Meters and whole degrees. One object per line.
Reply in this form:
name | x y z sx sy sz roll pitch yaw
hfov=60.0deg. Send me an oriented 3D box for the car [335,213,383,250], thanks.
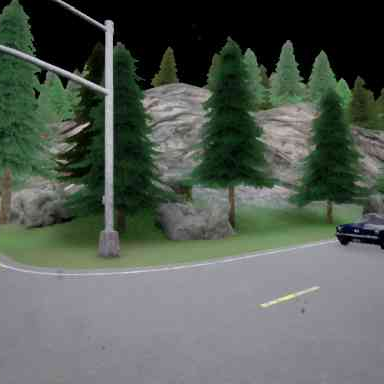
car | 8.198 1.610 14.516 4.718 1.301 1.895 0 0 -39
